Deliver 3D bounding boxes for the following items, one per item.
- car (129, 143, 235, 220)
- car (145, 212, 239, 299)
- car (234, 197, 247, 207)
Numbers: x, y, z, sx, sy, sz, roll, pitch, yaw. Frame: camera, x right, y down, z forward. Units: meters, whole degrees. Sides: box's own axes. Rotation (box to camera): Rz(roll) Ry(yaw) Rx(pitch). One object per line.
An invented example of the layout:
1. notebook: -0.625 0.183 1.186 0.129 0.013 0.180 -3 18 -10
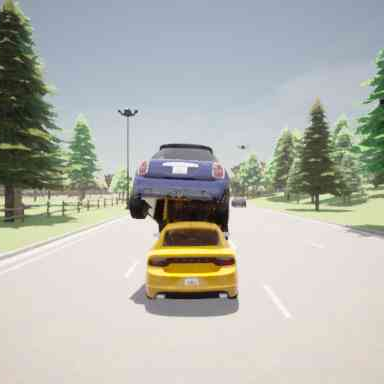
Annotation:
1. car: -0.030 0.109 8.845 2.097 1.767 4.553 3 -14 7
2. car: -0.006 1.490 8.474 1.882 1.535 5.008 -1 0 0
3. car: 6.993 1.486 49.919 2.128 1.511 4.902 0 0 0
